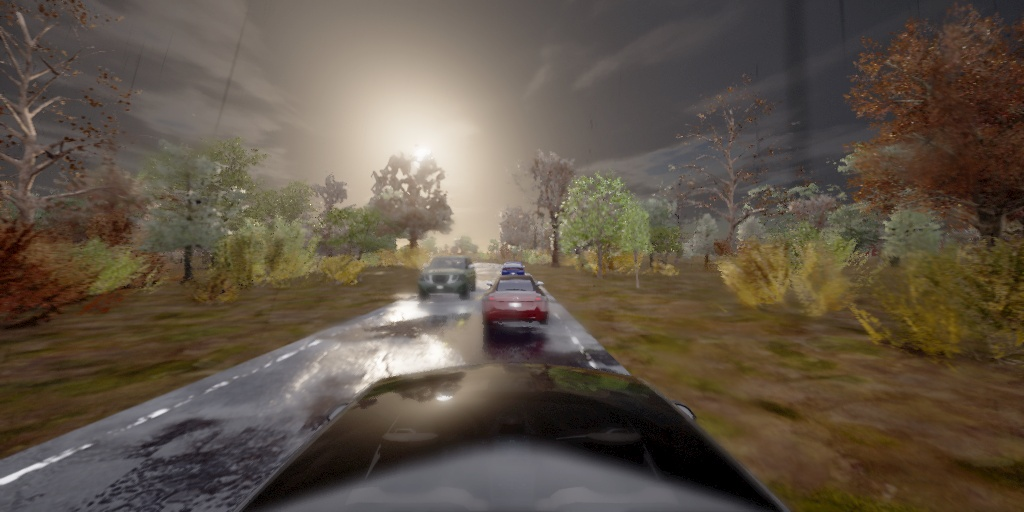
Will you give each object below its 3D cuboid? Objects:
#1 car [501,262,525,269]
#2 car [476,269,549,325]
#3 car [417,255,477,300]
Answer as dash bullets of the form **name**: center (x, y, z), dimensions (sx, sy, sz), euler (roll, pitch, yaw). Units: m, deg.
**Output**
- **car**: center (0.087, 1.221, 30.495), dimensions (1.882, 1.535, 5.008), euler (0, 0, 0)
- **car**: center (0.097, 1.315, 11.854), dimensions (1.994, 1.385, 4.181), euler (0, 0, 0)
- **car**: center (-3.020, 0.975, 17.881), dimensions (2.150, 2.045, 5.566), euler (0, 0, 0)
